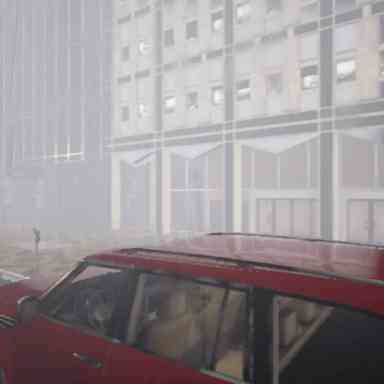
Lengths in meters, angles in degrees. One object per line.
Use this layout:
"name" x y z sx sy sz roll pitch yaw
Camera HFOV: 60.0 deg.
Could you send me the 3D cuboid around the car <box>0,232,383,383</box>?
"car" -0.068 1.310 2.928 5.009 1.841 2.192 0 0 36
